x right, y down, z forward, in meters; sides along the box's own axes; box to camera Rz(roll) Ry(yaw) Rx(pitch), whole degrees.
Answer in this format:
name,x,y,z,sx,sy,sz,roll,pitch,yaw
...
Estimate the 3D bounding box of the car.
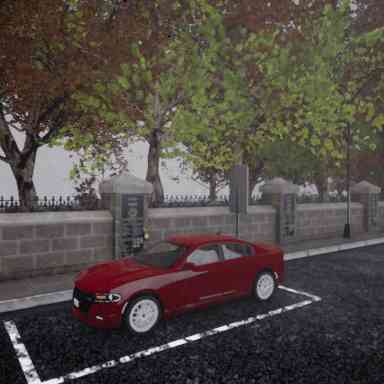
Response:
name,x,y,z,sx,sy,sz,roll,pitch,yaw
car,-0.045,1.544,6.688,4.507,1.381,1.887,0,0,-36
